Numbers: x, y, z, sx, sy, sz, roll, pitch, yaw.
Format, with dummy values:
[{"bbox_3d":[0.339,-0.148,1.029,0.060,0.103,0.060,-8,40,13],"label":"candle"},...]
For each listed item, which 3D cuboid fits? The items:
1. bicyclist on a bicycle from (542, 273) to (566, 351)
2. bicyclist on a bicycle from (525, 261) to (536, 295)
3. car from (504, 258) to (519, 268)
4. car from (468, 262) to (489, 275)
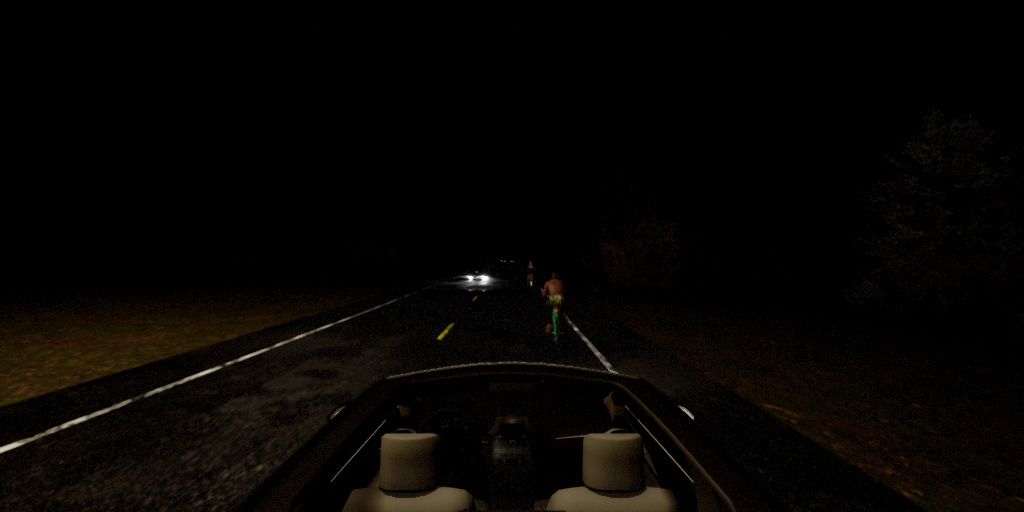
[{"bbox_3d":[0.963,1.202,8.044,0.582,1.620,1.656,0,0,0],"label":"bicyclist on a bicycle"},{"bbox_3d":[0.964,1.119,18.634,0.659,1.776,1.843,0,0,0],"label":"bicyclist on a bicycle"},{"bbox_3d":[0.104,1.308,58.978,1.994,1.385,4.181,0,0,0],"label":"car"},{"bbox_3d":[-3.596,1.347,38.732,1.895,1.301,4.718,0,0,0],"label":"car"}]
